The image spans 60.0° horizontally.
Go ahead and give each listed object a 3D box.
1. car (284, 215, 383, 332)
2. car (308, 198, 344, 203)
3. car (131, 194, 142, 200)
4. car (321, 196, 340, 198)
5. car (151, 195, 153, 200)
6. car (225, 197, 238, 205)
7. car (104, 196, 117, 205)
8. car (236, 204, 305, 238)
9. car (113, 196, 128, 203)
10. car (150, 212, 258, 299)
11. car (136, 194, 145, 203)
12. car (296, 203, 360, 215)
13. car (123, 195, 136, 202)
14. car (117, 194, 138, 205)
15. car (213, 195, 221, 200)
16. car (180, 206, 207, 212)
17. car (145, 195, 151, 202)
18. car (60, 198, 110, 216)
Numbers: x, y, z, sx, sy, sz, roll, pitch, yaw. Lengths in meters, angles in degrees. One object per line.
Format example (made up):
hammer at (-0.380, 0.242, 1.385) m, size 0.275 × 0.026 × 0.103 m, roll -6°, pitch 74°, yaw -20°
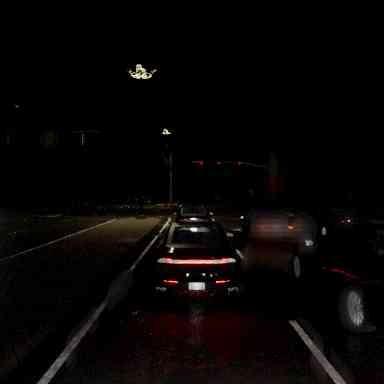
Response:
car at (3.590, 1.478, 6.849) m, size 1.882 × 1.535 × 5.008 m, roll 0°, pitch 0°, yaw 0°
car at (13.211, 1.547, 33.202) m, size 5.357 × 1.411 × 2.033 m, roll 0°, pitch 0°, yaw -1°
car at (-15.109, 1.348, 90.705) m, size 2.097 × 1.767 × 4.553 m, roll 0°, pitch 0°, yaw 0°
car at (17.552, 1.352, 43.775) m, size 4.553 × 1.767 × 2.097 m, roll 0°, pitch 0°, yaw 1°
car at (-11.617, 1.524, 89.676) m, size 2.128 × 1.511 × 4.902 m, roll 0°, pitch 0°, yaw 0°
car at (6.970, 1.564, 58.881) m, size 1.994 × 1.385 × 4.181 m, roll 0°, pitch 0°, yaw 0°
car at (-15.141, 1.477, 60.657) m, size 1.882 × 1.535 × 5.008 m, roll 0°, pitch 0°, yaw 0°
car at (3.579, 1.547, 16.469) m, size 2.033 × 1.411 × 5.357 m, roll 0°, pitch 0°, yaw 0°
car at (-15.099, 1.540, 70.435) m, size 2.033 × 1.411 × 5.357 m, roll 0°, pitch 0°, yaw 0°
car at (0.087, 1.491, 8.453) m, size 2.128 × 1.511 × 4.902 m, roll 0°, pitch 0°, yaw 0°
car at (-11.597, 1.500, 68.999) m, size 1.837 × 1.490 × 4.892 m, roll 0°, pitch 0°, yaw 0°
car at (7.077, 1.505, 16.935) m, size 1.837 × 1.490 × 4.892 m, roll 0°, pitch 0°, yaw 0°
car at (-15.114, 1.525, 80.538) m, size 2.128 × 1.511 × 4.902 m, roll 0°, pitch 0°, yaw 0°
car at (-11.681, 1.564, 60.177) m, size 1.994 × 1.385 × 4.181 m, roll 0°, pitch 0°, yaw 1°
car at (6.893, 1.478, 91.029) m, size 1.882 × 1.535 × 5.008 m, roll 0°, pitch 0°, yaw 1°
car at (0.076, 1.505, 17.874) m, size 1.837 × 1.490 × 4.892 m, roll 0°, pitch 0°, yaw 0°
car at (-11.612, 1.524, 79.269) m, size 1.812 × 1.442 × 4.674 m, roll 0°, pitch 0°, yaw 0°
car at (-10.484, 1.564, 32.096) m, size 4.181 × 1.385 × 1.994 m, roll 0°, pitch 0°, yaw -3°
